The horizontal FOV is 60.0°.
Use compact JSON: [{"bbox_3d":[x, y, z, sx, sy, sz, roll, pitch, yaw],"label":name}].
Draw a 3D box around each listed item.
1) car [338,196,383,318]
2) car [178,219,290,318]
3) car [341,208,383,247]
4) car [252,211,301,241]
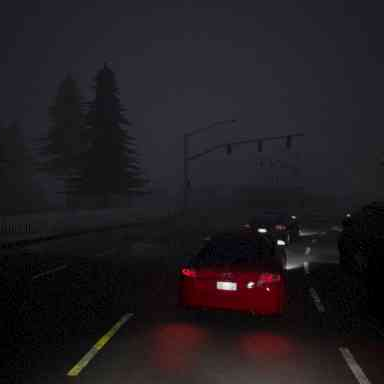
[{"bbox_3d":[4.701,1.221,7.219,2.150,2.045,5.566,0,0,15],"label":"car"},{"bbox_3d":[1.123,1.564,7.577,1.994,1.385,4.181,0,0,15],"label":"car"},{"bbox_3d":[8.359,1.564,15.812,1.994,1.385,4.181,0,0,28],"label":"car"},{"bbox_3d":[3.780,1.564,15.549,1.994,1.385,4.181,0,0,26],"label":"car"}]
